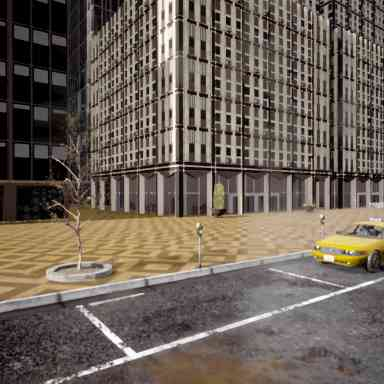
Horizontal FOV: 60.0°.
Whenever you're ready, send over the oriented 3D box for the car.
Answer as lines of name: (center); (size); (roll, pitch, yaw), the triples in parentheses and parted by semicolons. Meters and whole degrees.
car: (5.780, 1.526, 10.677); (4.829, 1.417, 1.752); (0, 0, -35)
